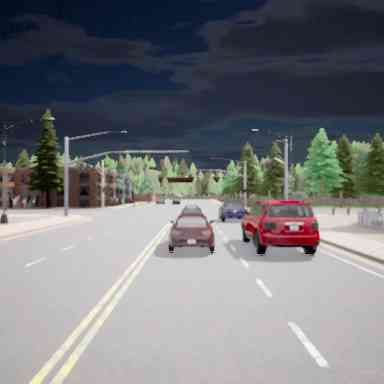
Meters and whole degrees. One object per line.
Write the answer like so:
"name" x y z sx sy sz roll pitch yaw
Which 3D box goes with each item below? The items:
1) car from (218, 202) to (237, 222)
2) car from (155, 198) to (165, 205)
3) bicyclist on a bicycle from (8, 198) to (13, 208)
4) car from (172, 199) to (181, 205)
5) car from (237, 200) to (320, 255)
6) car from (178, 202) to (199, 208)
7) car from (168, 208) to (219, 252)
"car" 3.478 1.617 29.083 2.097 1.767 4.553 0 -1 0
"car" -7.064 2.180 74.672 1.837 1.490 4.892 0 -1 0
"bicyclist on a bicycle" -28.866 1.789 52.954 0.582 1.620 1.656 0 0 -1
"car" -3.564 2.275 74.640 1.895 1.301 4.718 0 -1 0
"car" 3.489 1.346 14.032 2.150 2.045 5.566 0 0 0
"car" -0.021 1.833 29.304 1.994 1.385 4.181 0 0 0
"car" -0.008 1.658 14.395 1.812 1.442 4.674 0 0 0
